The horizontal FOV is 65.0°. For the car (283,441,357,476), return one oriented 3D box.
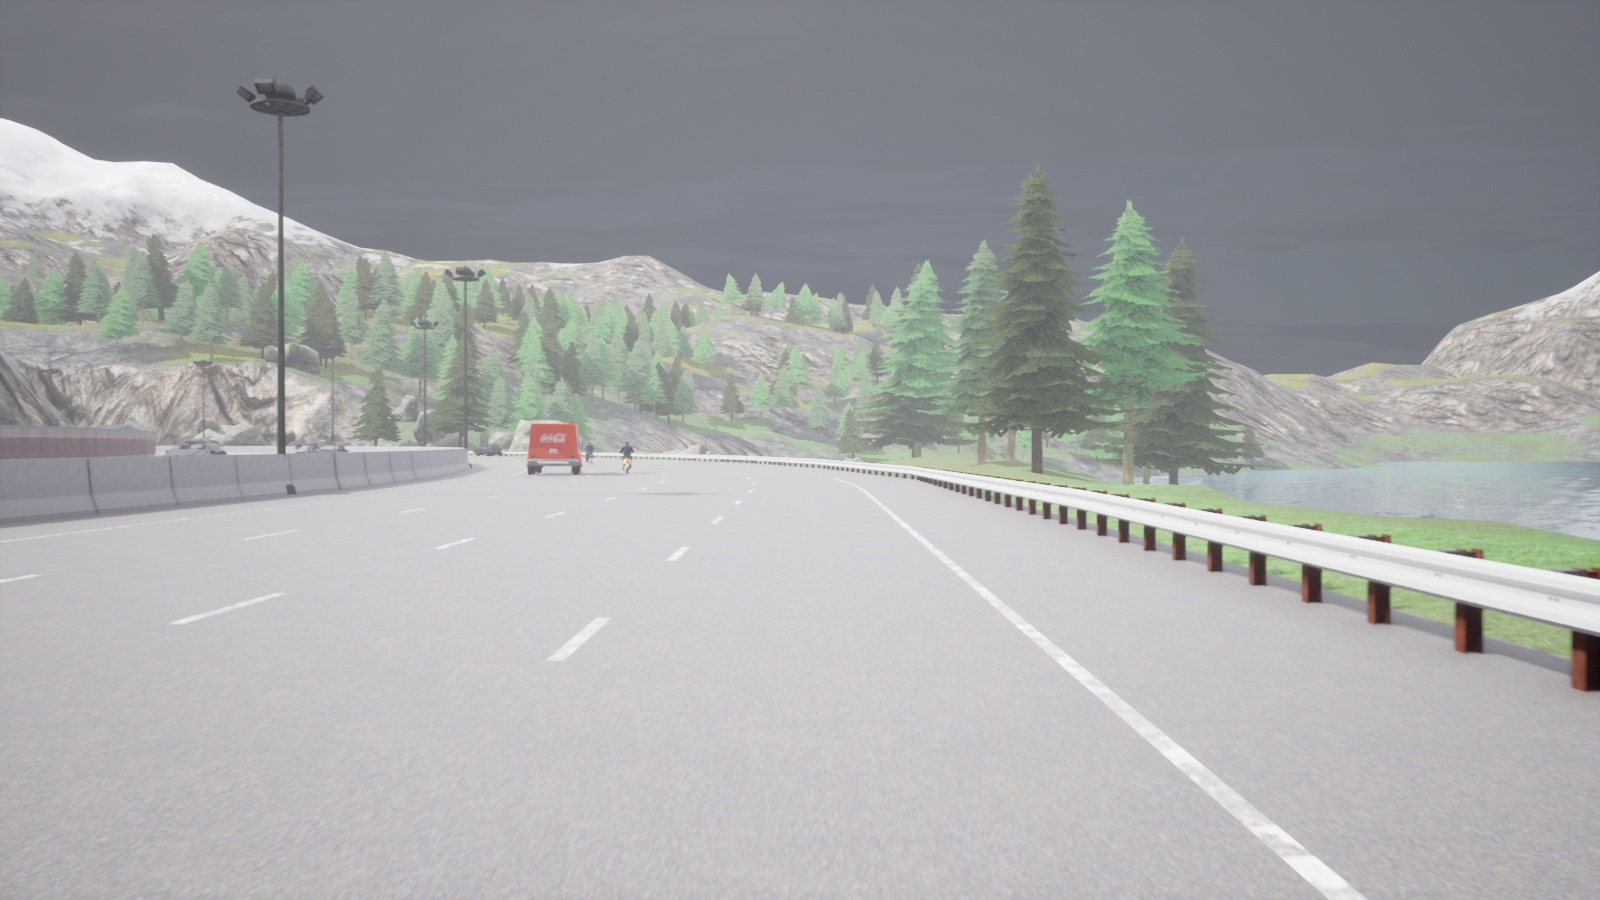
[{"bbox_3d":[-22.091,0.357,57.999,2.128,1.511,4.902,0,0,-8],"label":"car"}]

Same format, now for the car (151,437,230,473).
[{"bbox_3d":[-29.641,0.221,61.234,2.242,1.667,4.611,0,0,-9],"label":"car"}]

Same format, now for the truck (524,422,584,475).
[{"bbox_3d":[-11.976,-0.097,61.485,2.627,2.467,5.204,0,0,-9],"label":"truck"}]
